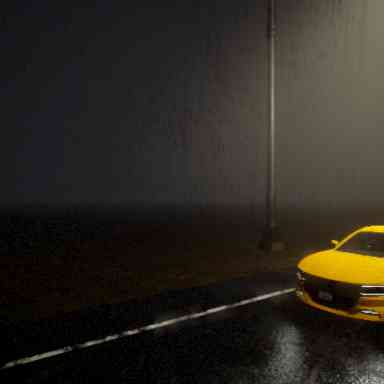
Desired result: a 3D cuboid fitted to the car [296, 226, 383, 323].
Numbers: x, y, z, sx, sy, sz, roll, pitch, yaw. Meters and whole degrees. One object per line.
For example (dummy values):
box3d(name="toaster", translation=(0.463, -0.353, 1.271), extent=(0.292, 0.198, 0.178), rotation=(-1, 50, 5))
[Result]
box3d(name="car", translation=(4.279, 1.479, 7.044), extent=(5.008, 1.535, 1.882), rotation=(0, 0, -36))
